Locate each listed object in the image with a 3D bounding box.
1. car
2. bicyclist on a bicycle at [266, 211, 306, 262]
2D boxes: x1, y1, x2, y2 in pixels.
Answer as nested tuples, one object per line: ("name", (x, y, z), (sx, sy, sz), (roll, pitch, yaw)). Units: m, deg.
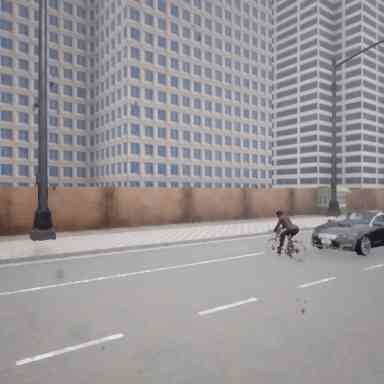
("car", (6.731, 1.491, 13.135), (4.902, 1.511, 2.128), (0, 0, -36))
("bicyclist on a bicycle", (3.068, 1.455, 11.047), (0.582, 1.620, 1.656), (0, -2, -36))
